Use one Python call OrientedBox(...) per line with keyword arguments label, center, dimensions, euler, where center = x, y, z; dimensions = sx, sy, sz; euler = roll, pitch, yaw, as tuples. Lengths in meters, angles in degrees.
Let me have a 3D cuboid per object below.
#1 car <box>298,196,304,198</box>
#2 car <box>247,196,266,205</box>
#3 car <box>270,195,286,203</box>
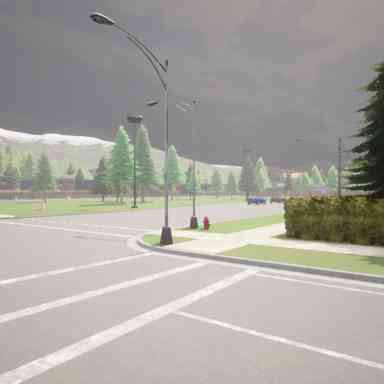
OrientedBox(label="car", center=(18.756, 1.478, 57.136), dimensions=(1.882, 1.535, 5.008), euler=(0, 0, 36))
OrientedBox(label="car", center=(11.588, 1.478, 59.169), dimensions=(1.882, 1.535, 5.008), euler=(0, 0, 36))
OrientedBox(label="car", center=(17.536, 1.353, 67.396), dimensions=(2.097, 1.767, 4.553), euler=(0, 0, 36))
